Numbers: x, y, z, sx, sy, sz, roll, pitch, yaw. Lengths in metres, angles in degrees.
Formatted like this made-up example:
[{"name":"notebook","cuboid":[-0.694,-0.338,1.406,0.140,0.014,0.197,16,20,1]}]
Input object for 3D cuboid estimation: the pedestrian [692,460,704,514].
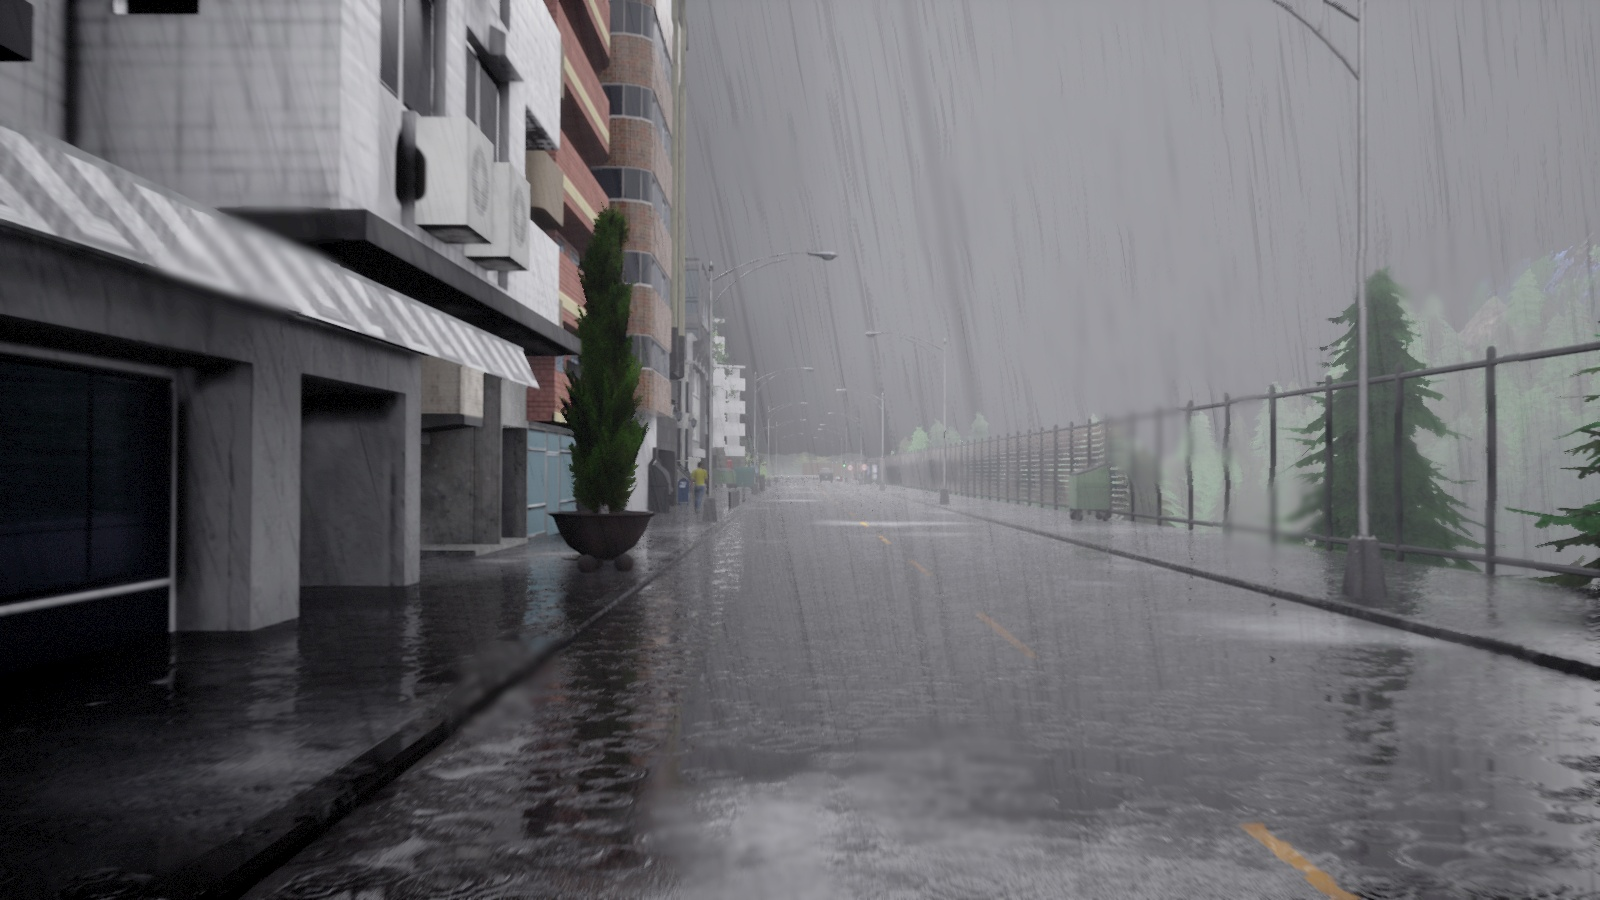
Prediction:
[{"name":"pedestrian","cuboid":[-3.504,1.263,43.275,0.354,1.836,0.706,0,-1,0]}]
